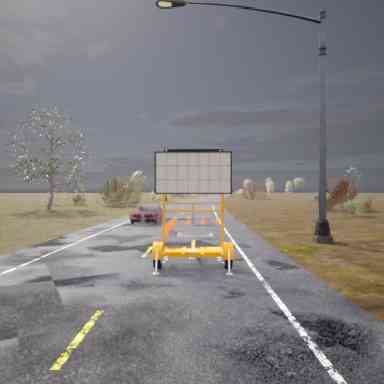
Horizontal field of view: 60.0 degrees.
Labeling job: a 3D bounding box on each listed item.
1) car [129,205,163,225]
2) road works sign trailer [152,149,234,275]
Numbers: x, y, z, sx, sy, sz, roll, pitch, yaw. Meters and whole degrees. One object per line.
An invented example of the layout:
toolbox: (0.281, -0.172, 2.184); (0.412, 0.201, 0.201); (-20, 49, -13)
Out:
car: (-3.149, 1.598, 23.877); (1.895, 1.301, 4.718); (0, 0, 2)
road works sign trailer: (0.043, 0.463, 10.456); (2.380, 3.560, 2.880); (0, 0, 1)
